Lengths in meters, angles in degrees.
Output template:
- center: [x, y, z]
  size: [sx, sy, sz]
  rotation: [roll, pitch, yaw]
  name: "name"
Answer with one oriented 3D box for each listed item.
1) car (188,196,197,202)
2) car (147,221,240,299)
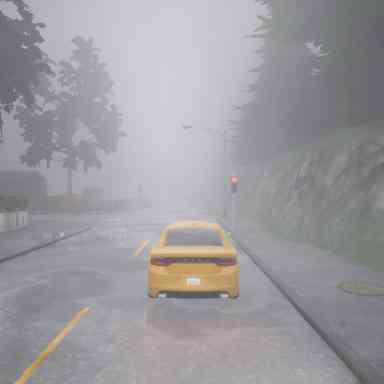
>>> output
- center: [0.012, 1.508, 71.061]
  size: [1.895, 1.301, 4.718]
  rotation: [0, 0, 0]
  name: "car"
- center: [0.049, 1.478, 8.528]
  size: [1.882, 1.535, 5.008]
  rotation: [0, 0, 1]
  name: "car"
